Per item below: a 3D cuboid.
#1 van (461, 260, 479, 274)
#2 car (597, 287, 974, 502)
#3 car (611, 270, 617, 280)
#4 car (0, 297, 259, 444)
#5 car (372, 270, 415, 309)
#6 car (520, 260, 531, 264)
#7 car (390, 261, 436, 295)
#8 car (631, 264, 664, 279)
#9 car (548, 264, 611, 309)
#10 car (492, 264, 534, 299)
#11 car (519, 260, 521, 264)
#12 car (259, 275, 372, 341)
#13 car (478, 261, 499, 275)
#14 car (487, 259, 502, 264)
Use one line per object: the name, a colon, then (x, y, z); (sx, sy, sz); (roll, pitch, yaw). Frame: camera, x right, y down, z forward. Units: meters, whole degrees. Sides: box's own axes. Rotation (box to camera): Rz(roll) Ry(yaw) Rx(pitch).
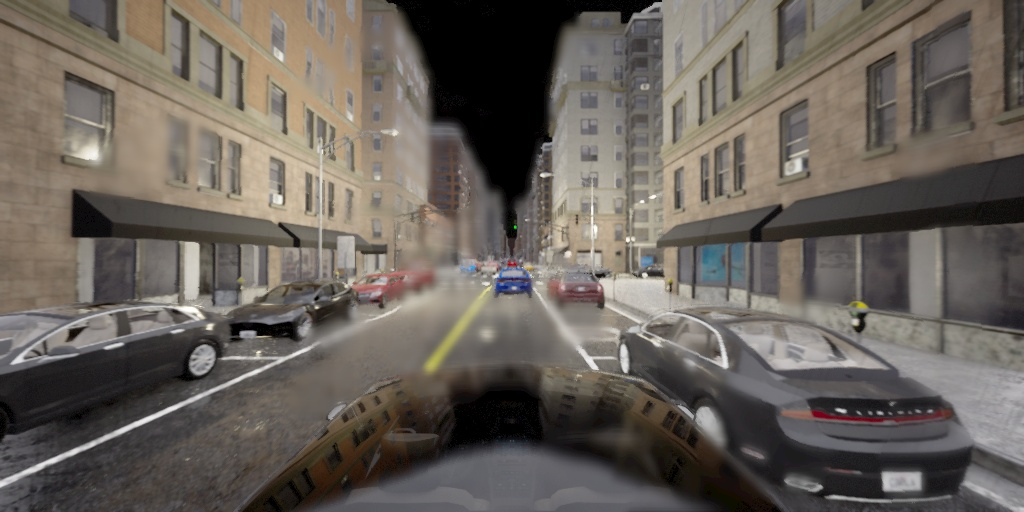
van: (-5.824, 1.473, 48.129); (1.690, 1.789, 3.998); (0, 0, 0)
car: (2.670, 1.325, 4.628); (2.007, 1.370, 4.403); (0, 0, 0)
car: (7.048, 1.491, 32.427); (4.902, 1.511, 2.128); (0, -1, -10)
car: (-5.856, 1.326, 4.611); (2.007, 1.370, 4.403); (0, 0, 0)
car: (-5.848, 1.449, 15.659); (1.802, 1.307, 4.207); (0, 0, 0)
car: (2.709, 1.748, 59.508); (1.751, 1.417, 4.829); (0, 0, 0)
car: (-5.844, 1.227, 21.182); (2.192, 1.841, 5.009); (0, 0, 0)
car: (14.590, 1.530, 36.300); (4.892, 1.490, 1.837); (0, 0, 1)
car: (2.679, 1.306, 15.679); (1.967, 1.591, 4.097); (0, 0, 0)
car: (0.111, 1.374, 19.358); (1.882, 1.535, 5.008); (0, 0, 0)
car: (2.713, 1.818, 64.933); (2.007, 1.370, 4.403); (0, 0, 0)
car: (-5.851, 1.387, 10.136); (1.948, 1.339, 4.313); (0, 0, 0)
car: (-3.048, 1.726, 47.259); (1.895, 1.301, 4.718); (0, 0, -1)
car: (-3.041, 1.679, 56.612); (1.882, 1.535, 5.008); (0, 0, 0)
